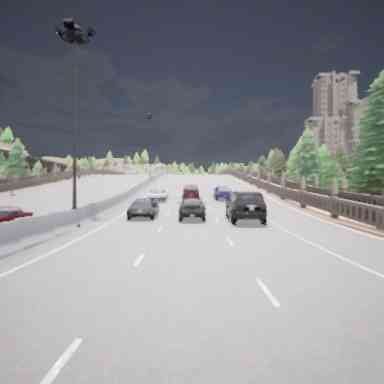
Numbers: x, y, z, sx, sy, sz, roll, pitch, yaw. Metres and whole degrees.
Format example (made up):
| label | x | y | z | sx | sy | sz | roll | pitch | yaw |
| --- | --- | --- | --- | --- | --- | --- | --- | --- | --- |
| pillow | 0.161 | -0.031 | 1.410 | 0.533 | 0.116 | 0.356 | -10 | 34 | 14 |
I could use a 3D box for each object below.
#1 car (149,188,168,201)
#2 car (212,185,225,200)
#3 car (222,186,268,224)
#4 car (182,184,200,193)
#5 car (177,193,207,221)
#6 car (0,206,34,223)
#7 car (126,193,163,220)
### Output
| label | x | y | z | sx | sy | sz | roll | pitch | yaw |
| --- | --- | --- | --- | --- | --- | --- | --- | --- | --- |
| car | -3.612 | 0.190 | 36.041 | 1.895 | 1.301 | 4.718 | 0 | 6 | 0 |
| car | 3.399 | -0.017 | 37.290 | 1.812 | 1.442 | 4.674 | 0 | 6 | 0 |
| car | 3.518 | 0.913 | 22.230 | 2.150 | 2.045 | 5.566 | 0 | 3 | 0 |
| car | -0.104 | -0.176 | 38.321 | 1.882 | 1.535 | 5.008 | 0 | 7 | 0 |
| car | 0.009 | 1.121 | 23.557 | 1.837 | 1.490 | 4.892 | 0 | 3 | 0 |
| car | -10.620 | 1.477 | 18.170 | 1.895 | 1.301 | 4.718 | 0 | 2 | 0 |
| car | -3.500 | 1.135 | 24.348 | 1.994 | 1.385 | 4.181 | 0 | 4 | 0 |
